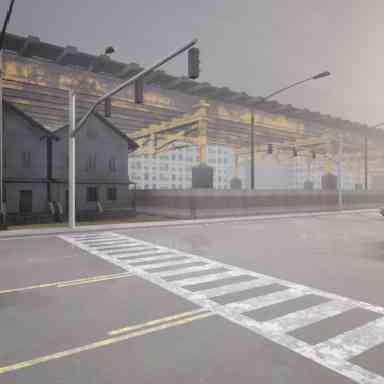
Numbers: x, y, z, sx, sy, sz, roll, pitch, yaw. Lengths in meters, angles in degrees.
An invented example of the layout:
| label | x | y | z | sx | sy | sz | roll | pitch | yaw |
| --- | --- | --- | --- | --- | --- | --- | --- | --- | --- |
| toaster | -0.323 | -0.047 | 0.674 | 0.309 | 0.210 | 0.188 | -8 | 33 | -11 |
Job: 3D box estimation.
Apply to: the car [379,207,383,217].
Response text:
| label | x | y | z | sx | sy | sz | roll | pitch | yaw |
| --- | --- | --- | --- | --- | --- | --- | --- | --- | --- |
| car | 19.173 | 1.601 | 30.524 | 4.718 | 1.301 | 1.895 | 0 | 0 | -35 |
